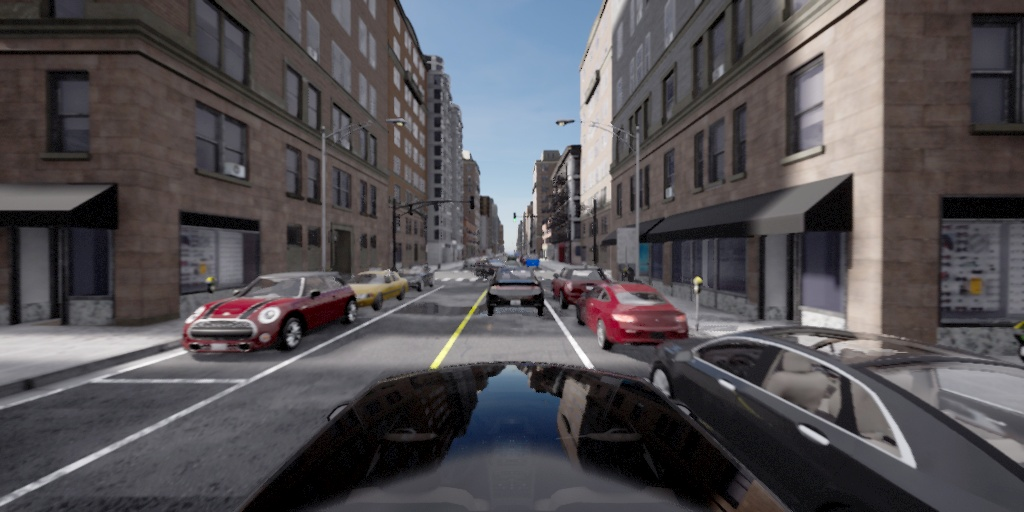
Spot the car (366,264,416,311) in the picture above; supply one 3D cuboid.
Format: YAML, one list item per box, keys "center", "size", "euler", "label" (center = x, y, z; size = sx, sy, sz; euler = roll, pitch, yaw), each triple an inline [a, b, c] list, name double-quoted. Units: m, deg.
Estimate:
- center: [-5.385, 1.163, 13.932]
  size: [1.751, 1.417, 4.829]
  euler: [0, 0, 0]
  label: "car"

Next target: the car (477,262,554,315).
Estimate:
- center: [0.103, 1.139, 13.008]
  size: [2.128, 1.511, 4.902]
  euler: [0, 1, 0]
  label: "car"

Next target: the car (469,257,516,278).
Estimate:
- center: [-1.633, 1.038, 27.961]
  size: [1.812, 1.442, 4.674]
  euler: [0, 1, -23]
  label: "car"

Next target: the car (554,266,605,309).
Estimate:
- center: [2.641, 1.078, 14.109]
  size: [1.967, 1.591, 4.097]
  euler: [0, 0, 0]
  label: "car"

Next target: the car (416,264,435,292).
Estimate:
- center: [-5.383, 1.138, 19.621]
  size: [2.007, 1.370, 4.403]
  euler: [0, 0, 0]
  label: "car"

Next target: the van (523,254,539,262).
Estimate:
- center: [2.649, 0.682, 46.708]
  size: [1.690, 1.789, 3.998]
  euler: [0, 0, 0]
  label: "van"

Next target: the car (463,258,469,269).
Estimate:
- center: [-5.376, 0.892, 46.701]
  size: [2.007, 1.370, 4.403]
  euler: [0, 0, 0]
  label: "car"

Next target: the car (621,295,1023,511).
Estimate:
- center: [2.638, 1.288, 3.071]
  size: [2.007, 1.370, 4.403]
  euler: [0, 0, 0]
  label: "car"

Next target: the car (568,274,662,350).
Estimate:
- center: [2.639, 1.270, 8.590]
  size: [1.802, 1.307, 4.207]
  euler: [0, 0, 0]
  label: "car"

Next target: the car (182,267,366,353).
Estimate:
- center: [-5.386, 1.128, 8.585]
  size: [1.967, 1.591, 4.097]
  euler: [0, 0, 0]
  label: "car"

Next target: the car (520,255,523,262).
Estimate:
- center: [2.652, 0.819, 58.069]
  size: [1.802, 1.307, 4.207]
  euler: [0, 0, 0]
  label: "car"
